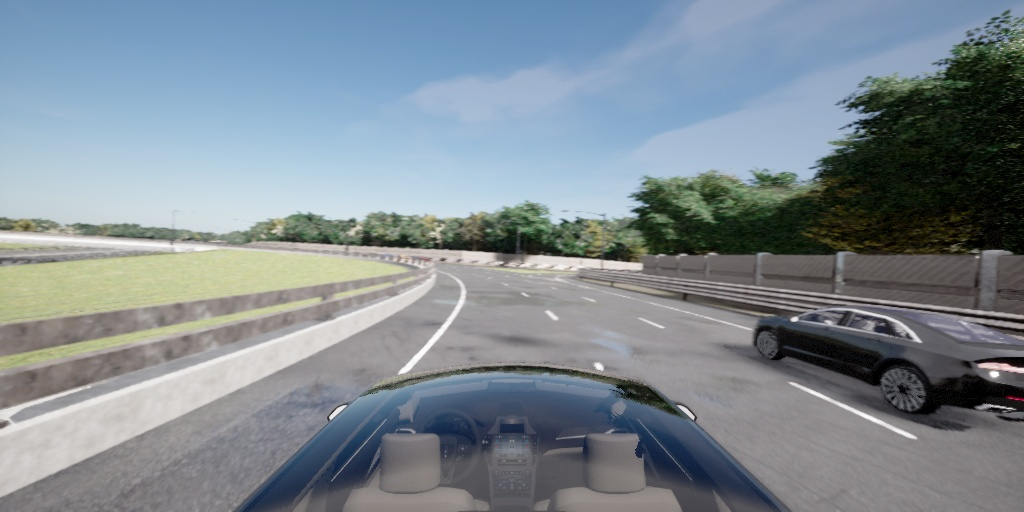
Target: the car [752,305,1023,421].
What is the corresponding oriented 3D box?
[{"bbox_3d":[6.873,1.711,6.886,2.128,1.511,4.902,4,-1,-1],"label":"car"}]
